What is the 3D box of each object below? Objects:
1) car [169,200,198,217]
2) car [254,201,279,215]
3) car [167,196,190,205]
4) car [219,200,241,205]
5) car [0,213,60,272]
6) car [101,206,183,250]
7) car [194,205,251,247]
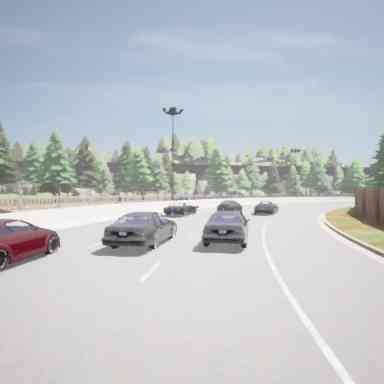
[{"bbox_3d":[-0.967,1.602,31.794,1.895,1.301,4.718,0,0,20],"label":"car"},{"bbox_3d":[7.838,1.601,34.804,1.994,1.385,4.181,0,0,23],"label":"car"},{"bbox_3d":[-2.419,1.525,59.944,1.812,1.442,4.674,0,0,34],"label":"car"},{"bbox_3d":[3.975,1.547,34.718,1.812,1.442,4.674,0,0,23],"label":"car"},{"bbox_3d":[-6.041,1.541,10.700,1.994,1.385,4.181,0,0,7],"label":"car"},{"bbox_3d":[-2.043,1.541,14.381,2.033,1.411,5.357,0,0,10],"label":"car"},{"bbox_3d":[1.628,1.556,15.080,2.033,1.411,5.357,0,0,11],"label":"car"}]
